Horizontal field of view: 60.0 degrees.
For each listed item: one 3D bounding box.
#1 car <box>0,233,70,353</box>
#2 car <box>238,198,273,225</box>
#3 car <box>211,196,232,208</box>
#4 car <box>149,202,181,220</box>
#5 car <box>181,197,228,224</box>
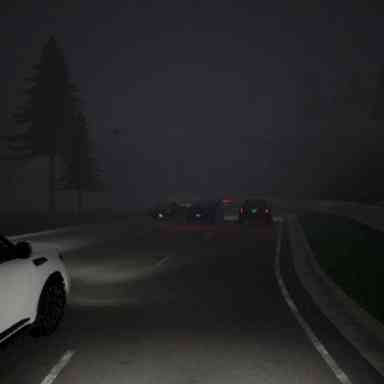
[{"bbox_3d":[-3.269,1.198,3.465,2.150,2.045,5.566,0,0,2],"label":"car"},{"bbox_3d":[4.493,1.225,23.127,2.097,1.767,4.553,0,0,15],"label":"car"},{"bbox_3d":[2.896,1.262,41.103,2.128,1.511,4.902,0,0,-32],"label":"car"},{"bbox_3d":[-1.790,1.447,26.933,1.895,1.301,4.718,0,0,14],"label":"car"},{"bbox_3d":[1.027,1.344,23.742,1.882,1.535,5.008,0,0,15],"label":"car"}]
